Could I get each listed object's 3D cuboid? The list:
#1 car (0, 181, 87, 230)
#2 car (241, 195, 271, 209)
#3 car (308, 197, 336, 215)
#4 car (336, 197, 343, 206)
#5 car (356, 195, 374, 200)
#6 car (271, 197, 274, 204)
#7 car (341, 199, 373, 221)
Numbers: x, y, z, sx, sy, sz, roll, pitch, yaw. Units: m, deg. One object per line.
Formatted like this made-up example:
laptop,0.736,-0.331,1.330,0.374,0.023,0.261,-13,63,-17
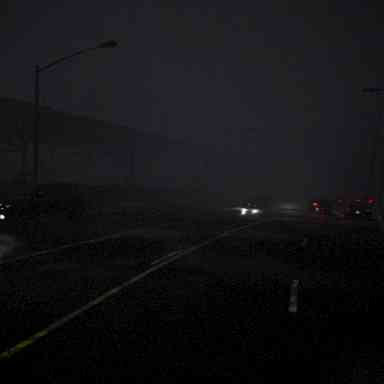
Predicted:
car,-7.504,0.512,16.045,2.150,2.045,5.566,2,1,22
car,7.137,1.161,37.715,1.994,1.385,4.181,3,1,29
car,12.888,1.395,33.228,1.837,1.490,4.892,3,0,28
car,21.800,1.554,49.654,2.128,1.511,4.902,3,1,29
car,25.298,1.440,48.734,2.150,2.045,5.566,3,0,29
car,11.895,1.164,53.725,1.994,1.385,4.181,3,1,29
car,13.802,1.564,27.561,1.994,1.385,4.181,3,1,28
